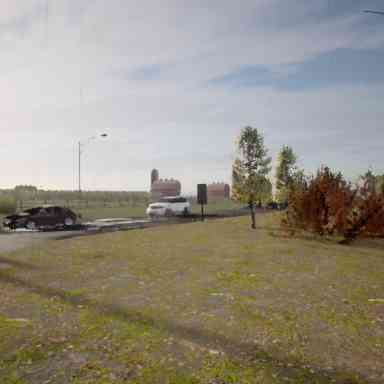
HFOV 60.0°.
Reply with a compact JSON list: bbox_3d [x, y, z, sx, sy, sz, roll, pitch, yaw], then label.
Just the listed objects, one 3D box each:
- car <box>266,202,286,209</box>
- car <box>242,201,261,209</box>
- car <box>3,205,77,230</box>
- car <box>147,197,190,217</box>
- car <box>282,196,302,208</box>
[{"bbox_3d":[13.378,1.966,53.190,1.837,1.490,4.892,-1,-1,32],"label":"car"},{"bbox_3d":[9.706,2.018,54.137,2.128,1.511,4.902,-1,-1,32],"label":"car"},{"bbox_3d":[-10.039,1.670,22.325,1.837,1.490,4.892,-2,-1,30],"label":"car"},{"bbox_3d":[-2.328,1.527,34.897,2.150,2.045,5.566,-1,-1,32],"label":"car"},{"bbox_3d":[18.597,1.783,61.722,2.150,2.045,5.566,-1,-1,31],"label":"car"}]
